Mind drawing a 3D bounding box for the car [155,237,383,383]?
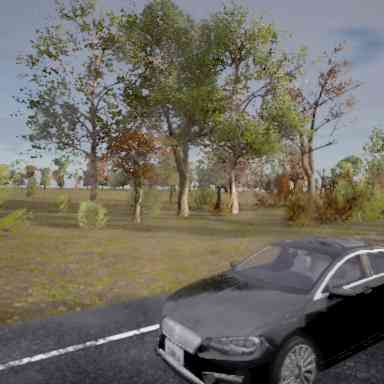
[{"bbox_3d":[1.818,1.512,5.067,4.902,1.511,2.128,0,0,-35],"label":"car"}]
